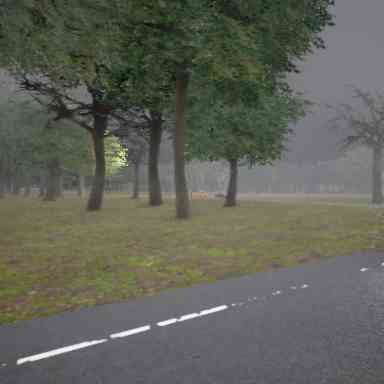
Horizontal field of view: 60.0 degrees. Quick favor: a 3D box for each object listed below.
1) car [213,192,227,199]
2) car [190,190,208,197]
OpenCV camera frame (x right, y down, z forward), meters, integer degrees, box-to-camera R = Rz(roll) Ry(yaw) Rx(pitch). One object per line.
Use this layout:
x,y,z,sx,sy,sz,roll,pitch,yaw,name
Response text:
6.257,0.653,67.766,1.994,1.385,4.181,2,-1,-35,car
1.581,0.368,74.208,1.882,1.535,5.008,2,-1,-36,car
